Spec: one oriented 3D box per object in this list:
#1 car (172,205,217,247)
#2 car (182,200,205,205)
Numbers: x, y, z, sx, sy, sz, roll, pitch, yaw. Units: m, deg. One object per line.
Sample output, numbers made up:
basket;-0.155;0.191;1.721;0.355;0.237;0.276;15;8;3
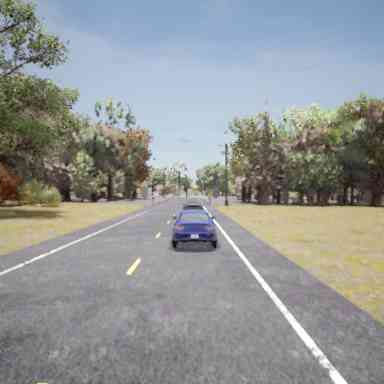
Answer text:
car;0.099;1.522;14.912;1.812;1.442;4.674;0;0;0
car;0.106;1.500;31.662;1.837;1.490;4.892;0;0;0
